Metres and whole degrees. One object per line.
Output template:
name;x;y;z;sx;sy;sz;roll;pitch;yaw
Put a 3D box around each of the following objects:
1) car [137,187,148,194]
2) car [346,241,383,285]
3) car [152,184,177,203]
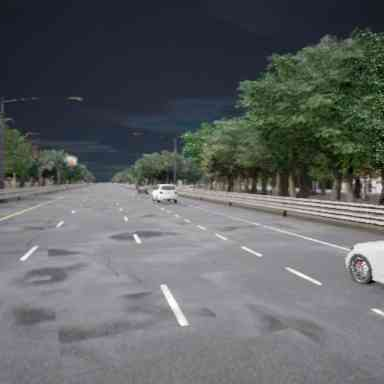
car;-9.509;-0.326;64.052;1.812;1.442;4.674;0;2;-10
car;5.059;1.441;6.250;1.812;1.442;4.674;0;1;-15
car;-3.131;0.165;37.825;2.150;2.045;5.566;0;2;-15
